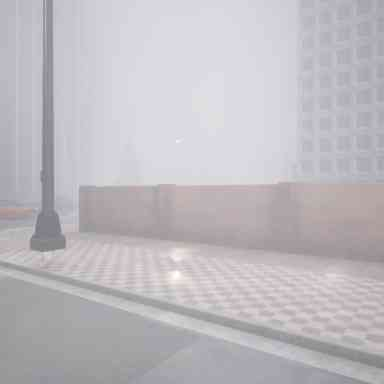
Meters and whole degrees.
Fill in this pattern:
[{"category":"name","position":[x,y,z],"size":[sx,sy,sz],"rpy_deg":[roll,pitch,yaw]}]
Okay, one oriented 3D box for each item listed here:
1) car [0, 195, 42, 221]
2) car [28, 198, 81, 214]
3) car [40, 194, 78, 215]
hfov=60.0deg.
[{"category":"car","position":[-13.816,1.352,24.801],"size":[2.097,1.767,4.553],"rpy_deg":[0,0,37]},{"category":"car","position":[-14.711,1.478,35.855],"size":[1.882,1.535,5.008],"rpy_deg":[0,0,35]},{"category":"car","position":[-13.752,1.221,31.135],"size":[2.150,2.045,5.566],"rpy_deg":[0,0,35]}]
